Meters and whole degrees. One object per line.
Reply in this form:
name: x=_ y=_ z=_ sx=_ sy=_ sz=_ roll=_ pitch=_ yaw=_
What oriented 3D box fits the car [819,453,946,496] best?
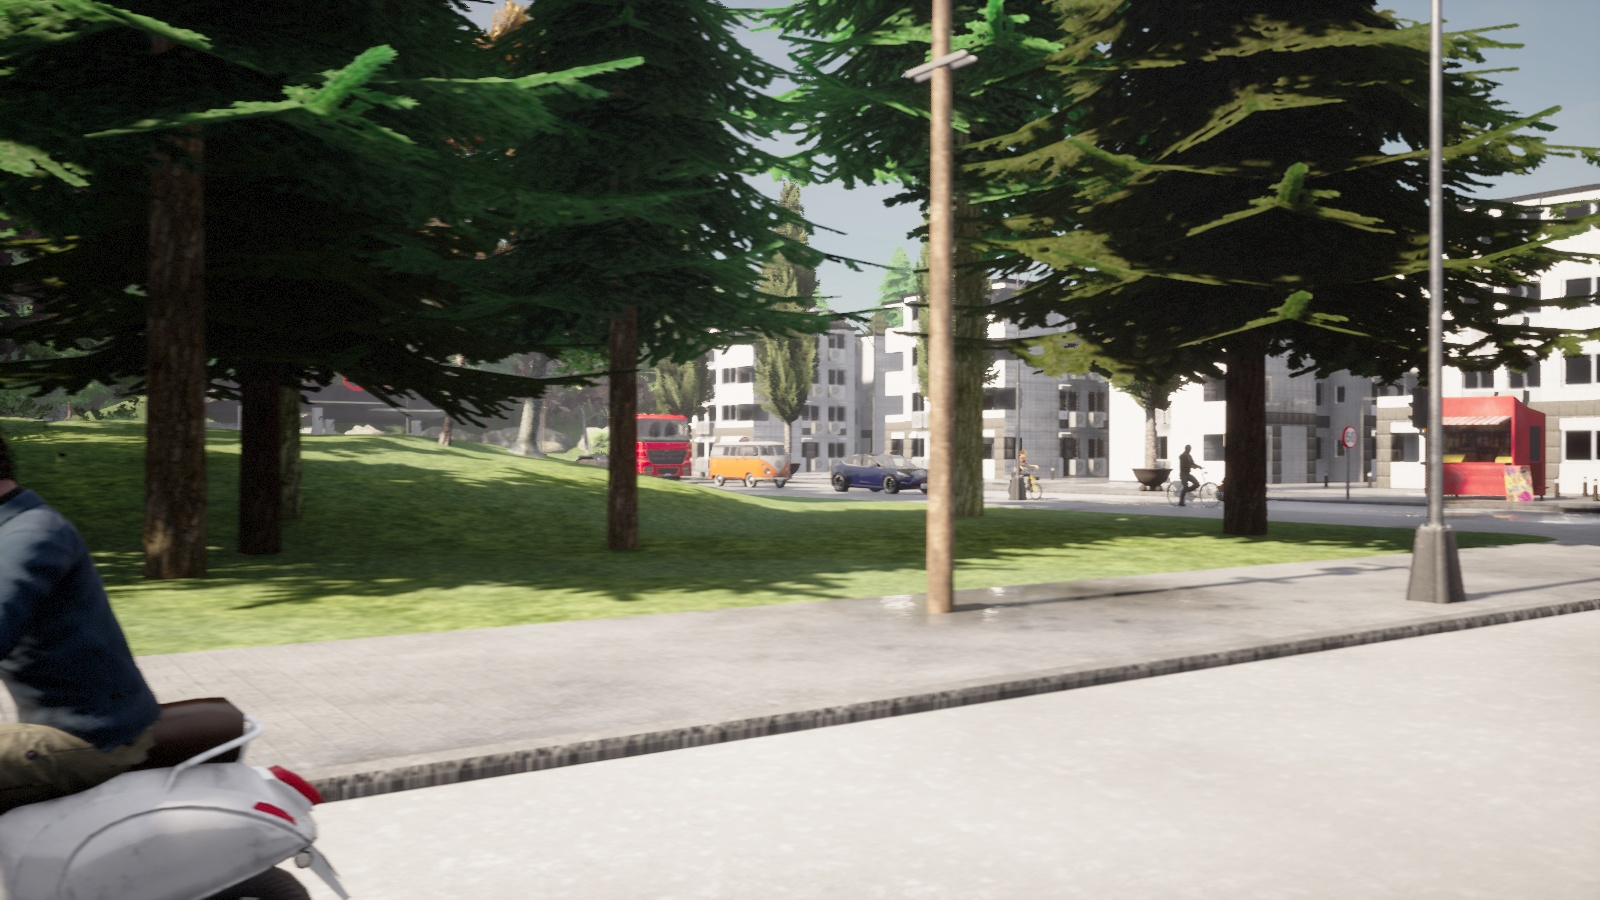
car: x=2.980 y=0.852 z=46.350 sx=2.163 sy=1.488 sz=4.792 roll=0 pitch=0 yaw=-35

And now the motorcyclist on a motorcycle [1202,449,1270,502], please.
motorcyclist on a motorcycle: x=13.339 y=0.764 z=38.468 sx=0.866 sy=1.590 sz=1.817 roll=0 pitch=0 yaw=-35

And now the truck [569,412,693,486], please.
truck: x=-8.601 y=-0.067 z=63.013 sx=2.891 sy=3.462 sz=7.936 roll=0 pitch=0 yaw=-35

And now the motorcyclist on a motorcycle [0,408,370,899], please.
motorcyclist on a motorcycle: x=-2.027 y=0.710 z=2.856 sx=1.817 sy=1.590 sz=0.866 roll=0 pitch=0 yaw=-35

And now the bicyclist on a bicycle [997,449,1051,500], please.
bicyclist on a bicycle: x=7.183 y=0.765 z=40.318 sx=0.866 sy=1.612 sz=1.509 roll=0 pitch=0 yaw=-35

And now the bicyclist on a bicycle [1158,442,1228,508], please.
bicyclist on a bicycle: x=10.924 y=0.678 z=34.974 sx=0.659 sy=1.776 sz=1.843 roll=0 pitch=0 yaw=-34

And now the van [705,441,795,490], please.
van: x=-2.188 y=0.635 z=53.788 sx=1.775 sy=1.987 sz=4.442 roll=0 pitch=0 yaw=-35
